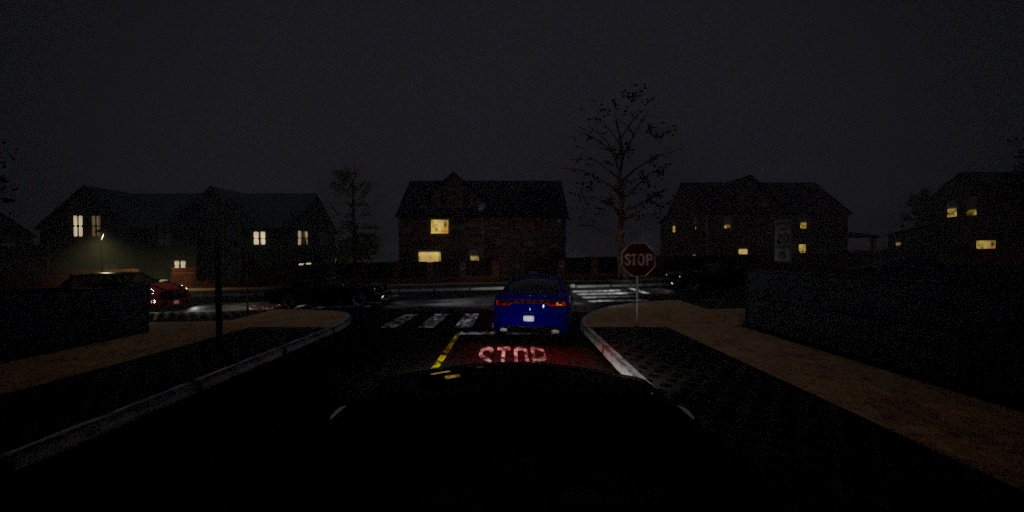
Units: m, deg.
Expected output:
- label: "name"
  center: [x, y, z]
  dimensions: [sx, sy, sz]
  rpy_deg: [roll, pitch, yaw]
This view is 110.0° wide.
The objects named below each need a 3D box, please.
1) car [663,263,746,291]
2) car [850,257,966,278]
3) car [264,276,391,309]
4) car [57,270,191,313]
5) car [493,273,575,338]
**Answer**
- label: "car"
  center: [10.412, 1.032, 18.465]
  dimensions: [4.718, 1.301, 1.895]
  rpy_deg: [-1, 1, -1]
- label: "car"
  center: [20.057, 0.751, 18.501]
  dimensions: [5.357, 1.411, 2.033]
  rpy_deg: [-1, 1, 0]
- label: "car"
  center: [-7.811, 1.504, 15.539]
  dimensions: [4.718, 1.301, 1.895]
  rpy_deg: [-1, 1, 0]
- label: "car"
  center: [-16.798, 1.470, 15.533]
  dimensions: [4.553, 1.767, 2.097]
  rpy_deg: [-1, 1, 0]
- label: "car"
  center: [0.787, 1.225, 10.331]
  dimensions: [1.882, 1.535, 5.008]
  rpy_deg: [0, 0, 10]
